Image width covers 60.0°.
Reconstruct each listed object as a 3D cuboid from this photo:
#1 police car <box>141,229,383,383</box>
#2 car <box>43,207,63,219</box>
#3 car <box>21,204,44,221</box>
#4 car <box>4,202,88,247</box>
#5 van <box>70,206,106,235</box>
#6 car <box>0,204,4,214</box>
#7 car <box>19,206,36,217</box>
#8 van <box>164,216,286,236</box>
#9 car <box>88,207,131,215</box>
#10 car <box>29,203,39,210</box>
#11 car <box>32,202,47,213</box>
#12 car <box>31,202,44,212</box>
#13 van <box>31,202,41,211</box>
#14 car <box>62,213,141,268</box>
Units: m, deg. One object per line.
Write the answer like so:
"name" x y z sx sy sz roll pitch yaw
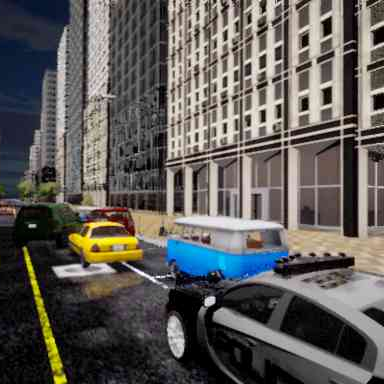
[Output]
"police car" 1.284 1.536 3.813 1.930 1.638 5.238 1 -2 -28
"car" -18.300 2.657 43.605 2.008 1.369 4.403 0 -1 -28
"car" -18.166 2.306 37.813 2.097 1.767 4.553 1 -2 -28
"car" -7.396 1.671 17.619 2.150 2.045 5.566 0 -1 -5
"van" -7.454 1.951 23.637 1.690 1.788 3.998 0 -1 -28
"car" -29.566 2.660 52.453 2.097 1.767 4.553 1 -2 -28
"car" -23.794 2.773 48.099 1.994 1.385 4.181 1 -2 -28
"van" 0.682 1.578 8.656 1.690 1.788 3.998 0 -1 -28
"car" -4.742 1.800 18.644 2.192 1.841 5.009 0 -1 -28
"car" -37.284 3.412 78.562 1.967 1.590 4.097 0 -1 -28
"car" -29.150 2.917 63.584 2.192 1.841 5.009 0 -1 -28
"car" -31.862 3.040 68.578 2.192 1.841 5.009 0 -1 -28
"van" -34.573 3.190 73.571 1.690 1.788 3.998 0 -1 -28
"car" -3.525 1.787 12.668 1.801 1.575 5.366 1 -2 -28
